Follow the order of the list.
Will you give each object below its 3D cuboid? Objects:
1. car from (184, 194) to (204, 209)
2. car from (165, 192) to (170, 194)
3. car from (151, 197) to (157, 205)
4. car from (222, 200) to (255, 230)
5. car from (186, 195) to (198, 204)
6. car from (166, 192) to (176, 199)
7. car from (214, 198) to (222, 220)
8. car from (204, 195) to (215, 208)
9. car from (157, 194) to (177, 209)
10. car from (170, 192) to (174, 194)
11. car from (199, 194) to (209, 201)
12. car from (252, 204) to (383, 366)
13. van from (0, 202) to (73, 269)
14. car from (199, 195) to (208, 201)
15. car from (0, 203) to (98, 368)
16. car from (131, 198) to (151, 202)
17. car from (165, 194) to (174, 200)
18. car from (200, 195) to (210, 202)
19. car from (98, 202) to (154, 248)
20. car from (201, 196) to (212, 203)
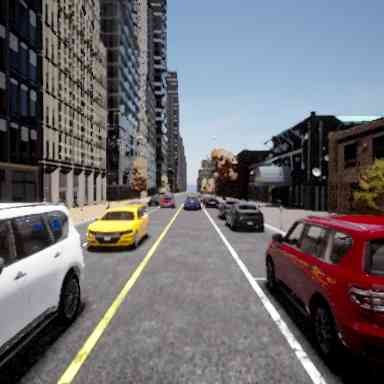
[{"bbox_3d":[0.064,1.214,42.146,2.097,1.767,4.553,0,0,0],"label":"car"},{"bbox_3d":[-5.663,1.239,62.285,1.967,1.590,4.097,-1,0,0],"label":"car"},{"bbox_3d":[-5.663,1.401,50.997,1.947,1.339,4.313,-1,0,0],"label":"car"},{"bbox_3d":[3.148,1.436,20.408,1.837,1.490,4.892,0,0,0],"label":"car"},{"bbox_3d":[0.072,1.294,59.902,2.128,1.511,4.902,0,0,0],"label":"car"},{"bbox_3d":[-5.704,1.028,90.505,2.192,1.841,5.009,-1,0,0],"label":"car"},{"bbox_3d":[3.149,1.413,27.409,1.837,1.490,4.892,0,0,0],"label":"car"},{"bbox_3d":[2.684,1.419,45.297,1.947,1.339,4.313,-1,0,0],"label":"car"},{"bbox_3d":[-3.079,1.384,43.405,1.812,1.442,4.674,0,0,0],"label":"car"},{"bbox_3d":[-5.660,1.329,73.573,1.947,1.339,4.313,-1,0,0],"label":"car"},{"bbox_3d":[2.685,1.204,73.516,1.967,1.590,4.097,-1,0,0],"label":"car"},{"bbox_3d":[2.676,1.296,5.788,2.192,1.841,5.009,-1,0,0],"label":"car"},{"bbox_3d":[-5.670,1.303,11.488,1.690,1.788,3.998,-1,0,0],"label":"van"},{"bbox_3d":[2.687,1.312,79.161,1.947,1.339,4.313,-1,0,0],"label":"car"},{"bbox_3d":[-3.089,1.209,4.095,2.150,2.045,5.566,0,0,0],"label":"car"},{"bbox_3d":[-5.665,1.415,33.895,1.752,1.417,4.829,-1,0,0],"label":"car"},{"bbox_3d":[-5.676,1.280,84.862,2.008,1.369,4.403,-1,0,0],"label":"car"},{"bbox_3d":[2.686,1.306,68.043,1.752,1.417,4.829,-1,0,0],"label":"car"},{"bbox_3d":[-3.056,1.429,14.649,1.882,1.535,5.008,0,0,1],"label":"car"},{"bbox_3d":[2.686,1.381,62.229,1.802,1.307,4.206,-1,0,0],"label":"car"}]
